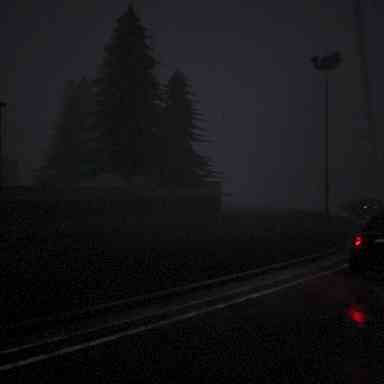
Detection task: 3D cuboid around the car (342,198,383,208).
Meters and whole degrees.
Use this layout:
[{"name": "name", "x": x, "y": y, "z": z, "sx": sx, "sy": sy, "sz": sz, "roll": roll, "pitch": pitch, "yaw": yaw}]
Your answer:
[{"name": "car", "x": 15.657, "y": 1.341, "z": 30.051, "sx": 2.097, "sy": 1.767, "sz": 4.553, "roll": 0, "pitch": 0, "yaw": 6}]

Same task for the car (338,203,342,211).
[{"name": "car", "x": 18.857, "y": 1.589, "z": 38.075, "sx": 1.895, "sy": 1.301, "sz": 4.718, "roll": 0, "pitch": 0, "yaw": -8}]

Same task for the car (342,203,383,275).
[{"name": "car", "x": 6.317, "y": 1.345, "z": 9.522, "sx": 4.553, "sy": 1.767, "sz": 2.097, "roll": 0, "pitch": 0, "yaw": -45}]
